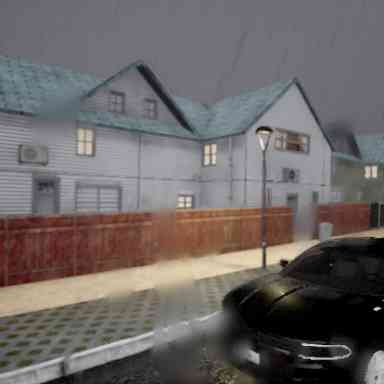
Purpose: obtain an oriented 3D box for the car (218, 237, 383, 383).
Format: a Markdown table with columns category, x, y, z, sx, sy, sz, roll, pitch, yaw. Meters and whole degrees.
| category | x | y | z | sx | sy | sz | roll | pitch | yaw |
| --- | --- | --- | --- | --- | --- | --- | --- | --- | --- |
| car | 2.611 | 1.487 | 5.105 | 5.008 | 1.535 | 1.882 | 0 | 0 | -37 |
